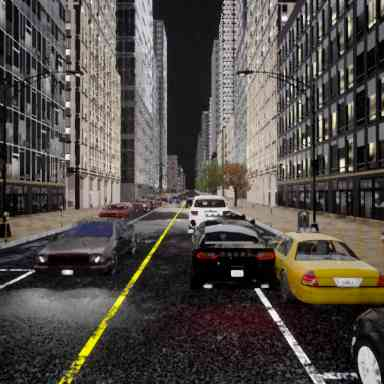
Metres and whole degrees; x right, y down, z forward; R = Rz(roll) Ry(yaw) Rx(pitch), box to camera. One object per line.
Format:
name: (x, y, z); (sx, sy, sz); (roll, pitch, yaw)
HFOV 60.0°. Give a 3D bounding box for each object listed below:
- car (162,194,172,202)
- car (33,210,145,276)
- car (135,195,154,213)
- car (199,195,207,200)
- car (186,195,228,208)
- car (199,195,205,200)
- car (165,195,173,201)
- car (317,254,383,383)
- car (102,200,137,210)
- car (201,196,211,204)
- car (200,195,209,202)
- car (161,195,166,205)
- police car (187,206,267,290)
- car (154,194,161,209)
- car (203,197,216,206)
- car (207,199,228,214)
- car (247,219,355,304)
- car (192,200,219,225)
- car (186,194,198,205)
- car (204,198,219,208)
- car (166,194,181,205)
car: (-5.617, 1.338, 76.021); (1.967, 1.590, 4.097); (1, 0, 0)
car: (-2.992, 1.546, 10.658); (2.033, 1.411, 5.357); (0, 0, 0)
car: (-5.652, 1.416, 36.293); (1.967, 1.590, 4.097); (0, 0, 0)
car: (2.773, 1.410, 87.346); (1.887, 1.381, 4.507); (1, 0, 0)
car: (0.916, 1.218, 19.166); (2.150, 2.045, 5.566); (0, 0, 0)
car: (2.778, 1.430, 93.019); (1.802, 1.307, 4.206); (1, 0, 0)
car: (-5.613, 1.407, 81.528); (1.752, 1.417, 4.829); (1, 0, 0)
car: (2.697, 1.551, 2.222); (2.008, 1.369, 4.403); (0, 0, 0)
car: (-5.663, 1.533, 24.940); (1.887, 1.381, 4.507); (0, 0, 0)
car: (2.753, 1.451, 64.817); (1.752, 1.417, 4.829); (1, 0, 0)
car: (2.763, 1.463, 75.996); (1.947, 1.339, 4.313); (1, 0, 0)
car: (-5.638, 1.532, 53.318); (1.802, 1.307, 4.206); (1, 0, 0)
police car: (0.907, 1.424, 9.246); (1.930, 1.638, 5.238); (0, 0, 0)
car: (-5.646, 1.284, 41.968); (2.192, 1.841, 5.009); (0, 0, 0)
car: (2.743, 1.532, 53.297); (1.802, 1.307, 4.206); (1, 0, 0)
car: (2.727, 1.542, 36.273); (1.947, 1.339, 4.313); (0, 0, 0)
car: (2.702, 1.524, 8.069); (1.752, 1.417, 4.829); (0, 0, 0)
car: (0.921, 1.466, 25.136); (1.882, 1.535, 5.008); (0, 0, 0)
car: (0.051, 1.289, 59.590); (2.097, 1.767, 4.553); (0, 0, 0)
car: (2.737, 1.542, 47.622); (1.802, 1.307, 4.206); (1, 0, 0)
car: (-2.952, 1.469, 56.855); (1.812, 1.442, 4.674); (0, 0, 0)
